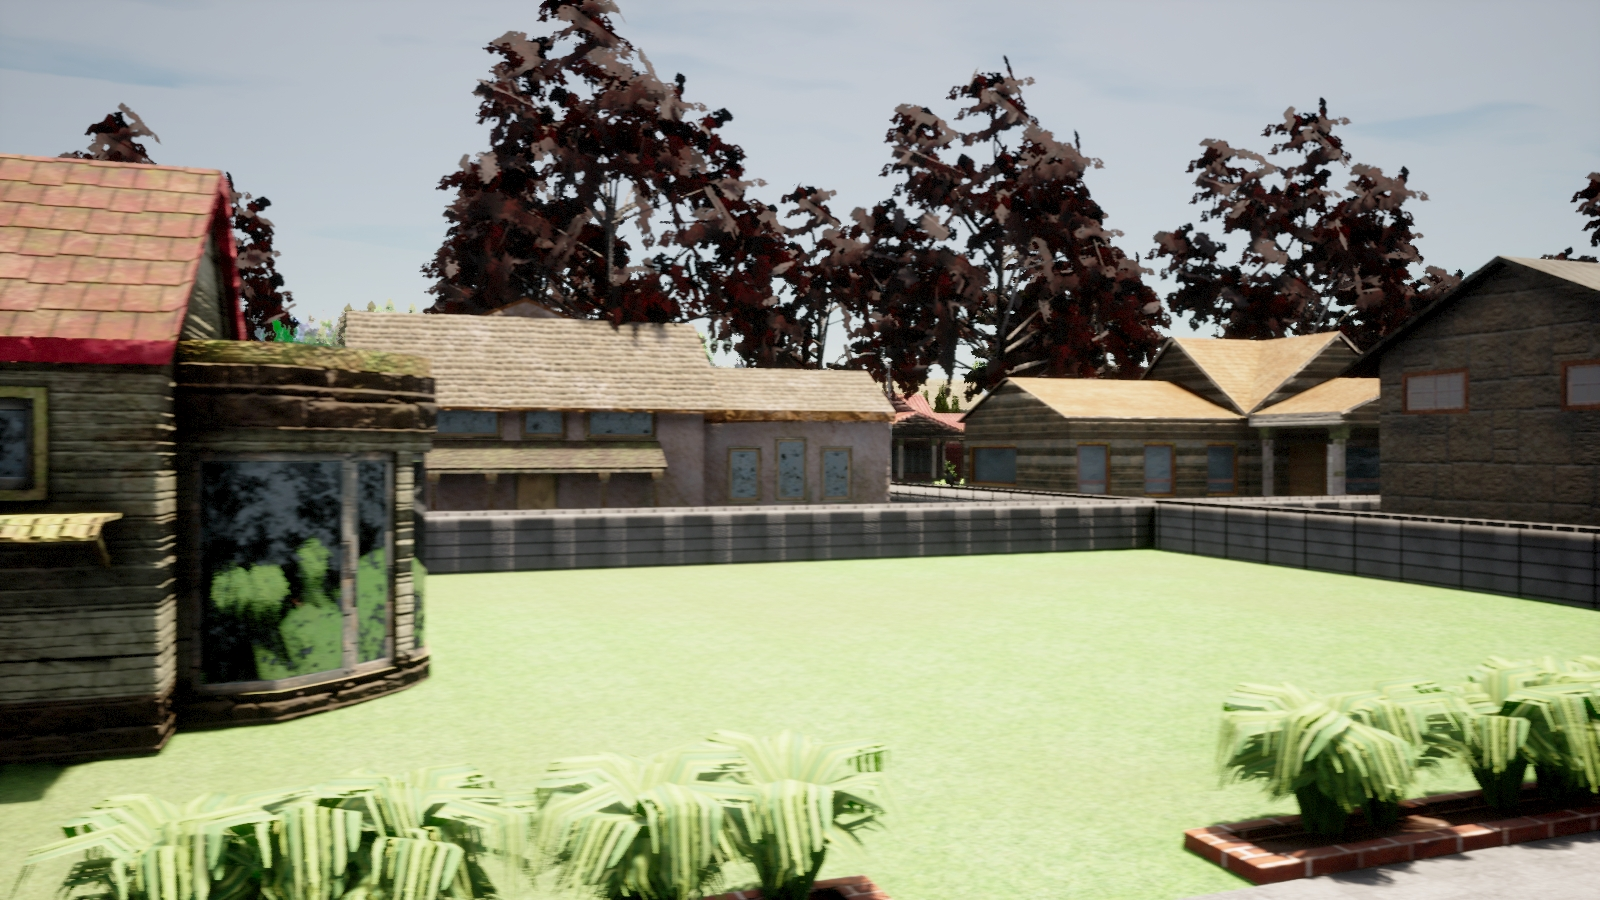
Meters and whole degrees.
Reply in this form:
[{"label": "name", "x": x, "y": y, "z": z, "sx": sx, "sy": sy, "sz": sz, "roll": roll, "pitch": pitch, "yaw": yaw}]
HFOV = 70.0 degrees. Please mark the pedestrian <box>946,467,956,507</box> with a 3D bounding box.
[{"label": "pedestrian", "x": 7.108, "y": 1.744, "z": 53.797, "sx": 0.375, "sy": 1.860, "sz": 0.375, "roll": 0, "pitch": 0, "yaw": -10}]
